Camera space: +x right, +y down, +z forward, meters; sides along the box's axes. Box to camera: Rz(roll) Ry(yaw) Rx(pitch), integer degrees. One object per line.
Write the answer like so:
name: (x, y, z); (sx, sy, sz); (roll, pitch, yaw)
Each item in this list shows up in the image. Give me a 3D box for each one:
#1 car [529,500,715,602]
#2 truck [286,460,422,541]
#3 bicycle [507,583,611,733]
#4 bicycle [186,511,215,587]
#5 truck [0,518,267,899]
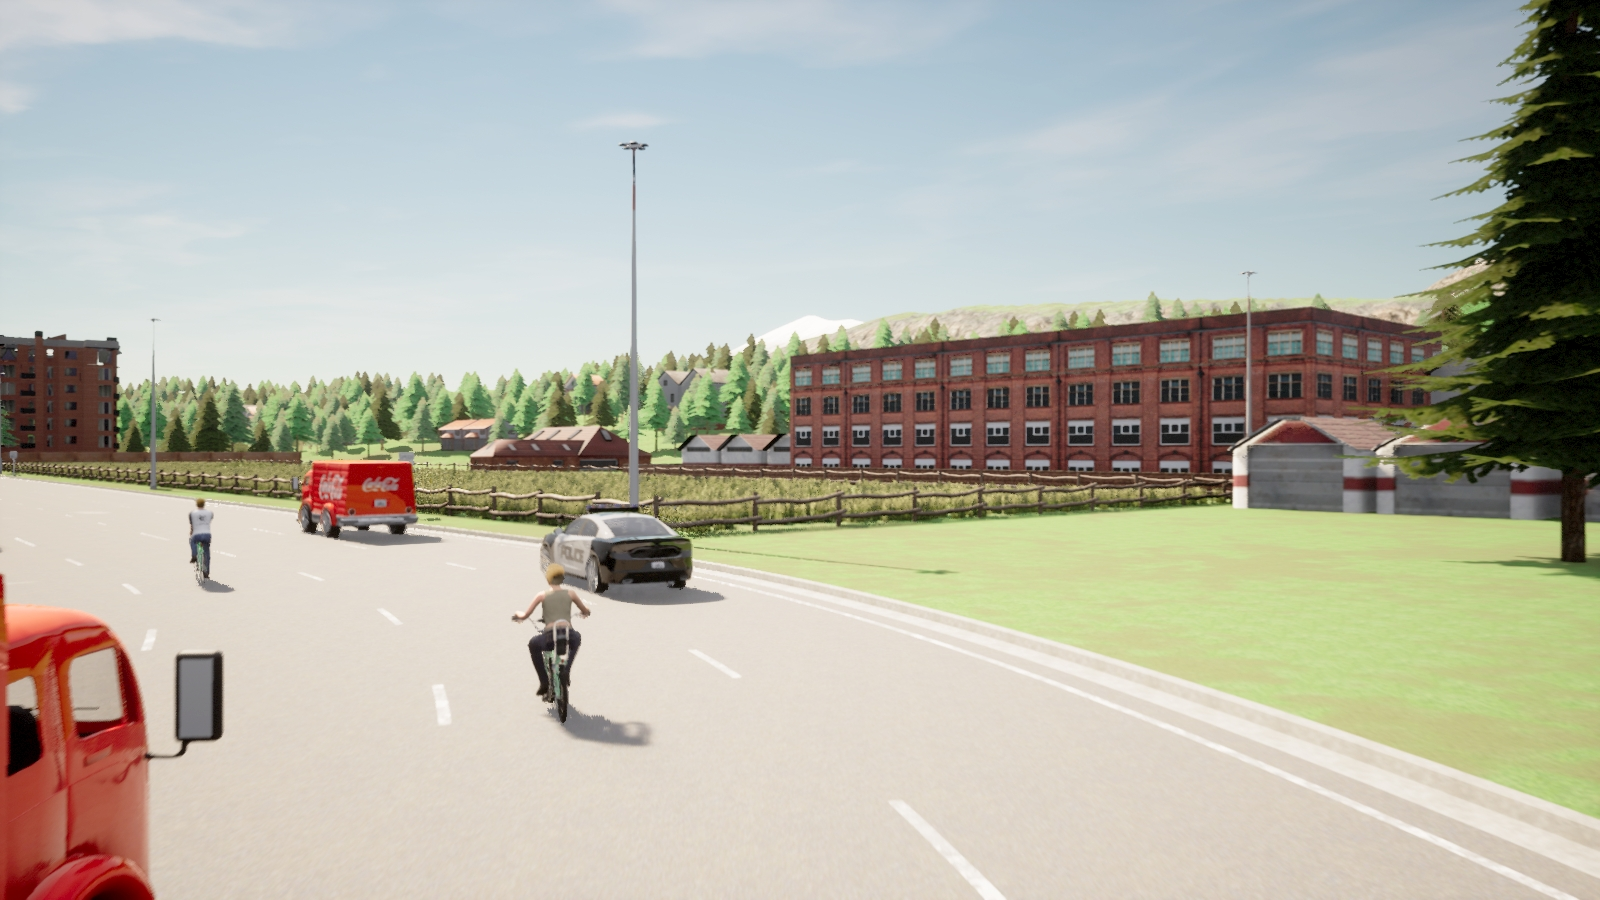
car: (-3.872, 1.991, 23.888); (2.097, 1.638, 5.238); (0, 0, -30)
truck: (-15.018, 1.584, 38.303); (2.627, 2.467, 5.204); (0, 0, -41)
bicycle: (-2.596, 2.163, 12.184); (0.859, 1.276, 1.487); (-1, 0, -20)
bicycle: (-12.681, 2.066, 24.156); (0.373, 1.496, 1.643); (0, 0, -34)
truck: (-3.612, 1.571, 2.968); (2.627, 2.467, 5.204); (0, 0, -8)
